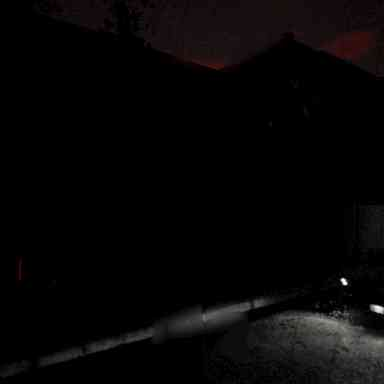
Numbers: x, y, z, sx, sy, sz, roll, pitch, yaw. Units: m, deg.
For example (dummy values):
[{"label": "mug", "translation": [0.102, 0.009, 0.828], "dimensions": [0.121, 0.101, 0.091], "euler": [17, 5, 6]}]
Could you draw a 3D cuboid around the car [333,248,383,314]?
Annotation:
[{"label": "car", "translation": [5.324, 1.614, 7.178], "dimensions": [5.357, 1.411, 2.033], "euler": [1, 0, -36]}]
